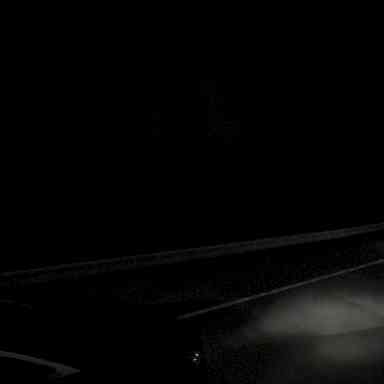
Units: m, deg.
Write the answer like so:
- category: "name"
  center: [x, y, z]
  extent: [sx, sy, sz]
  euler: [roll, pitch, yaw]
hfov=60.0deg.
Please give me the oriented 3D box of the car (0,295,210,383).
- category: "car"
  center: [-2.072, 1.497, 2.306]
  extent: [4.902, 1.511, 2.128]
  euler: [-1, 0, -36]
